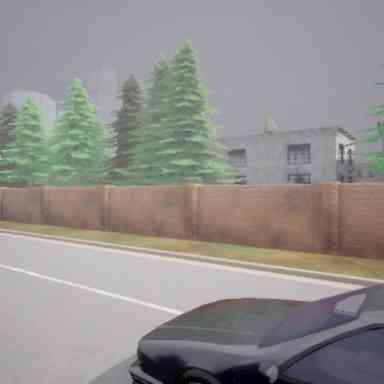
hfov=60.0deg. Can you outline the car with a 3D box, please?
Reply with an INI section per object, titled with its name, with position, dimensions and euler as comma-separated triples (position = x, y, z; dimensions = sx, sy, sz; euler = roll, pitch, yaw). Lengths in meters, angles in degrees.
[car]
position = 1.949, 1.548, 2.608
dimensions = 5.357, 1.411, 2.033
euler = 0, 0, 36
